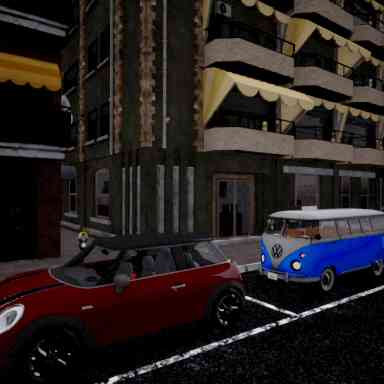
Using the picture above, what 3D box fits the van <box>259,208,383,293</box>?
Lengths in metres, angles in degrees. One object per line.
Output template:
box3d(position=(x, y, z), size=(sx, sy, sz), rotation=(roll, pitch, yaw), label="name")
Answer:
box3d(position=(3.494, 1.343, 8.582), size=(3.998, 1.788, 1.690), rotation=(0, 0, -35), label="van")

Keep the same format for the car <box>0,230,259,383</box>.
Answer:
box3d(position=(-1.140, 1.440, 5.280), size=(4.097, 1.590, 1.967), rotation=(0, 0, -35), label="car")
